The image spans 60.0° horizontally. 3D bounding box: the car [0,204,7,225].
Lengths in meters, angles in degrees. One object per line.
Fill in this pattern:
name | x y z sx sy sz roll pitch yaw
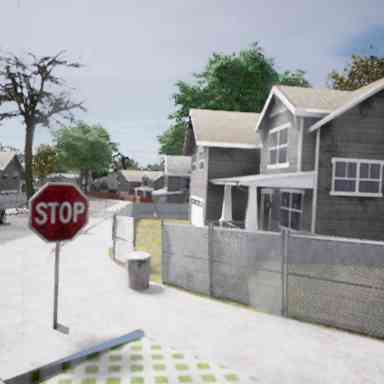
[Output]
car | -13.123 1.217 20.170 2.097 1.767 4.553 2 -1 -8
